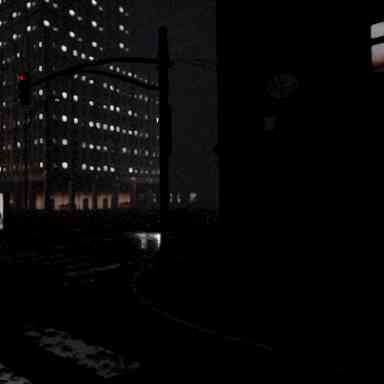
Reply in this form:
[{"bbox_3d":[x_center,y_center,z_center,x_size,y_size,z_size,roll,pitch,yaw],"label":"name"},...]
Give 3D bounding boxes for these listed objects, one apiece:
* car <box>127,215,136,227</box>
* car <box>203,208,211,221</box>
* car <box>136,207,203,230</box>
[{"bbox_3d":[-3.106,1.955,25.636,2.008,1.369,4.403,-2,-2,35],"label":"car"},{"bbox_3d":[0.099,2.036,30.190,2.008,1.369,4.403,-2,-2,35],"label":"car"},{"bbox_3d":[-1.443,1.884,23.258,1.812,1.442,4.674,-1,-1,35],"label":"car"}]
